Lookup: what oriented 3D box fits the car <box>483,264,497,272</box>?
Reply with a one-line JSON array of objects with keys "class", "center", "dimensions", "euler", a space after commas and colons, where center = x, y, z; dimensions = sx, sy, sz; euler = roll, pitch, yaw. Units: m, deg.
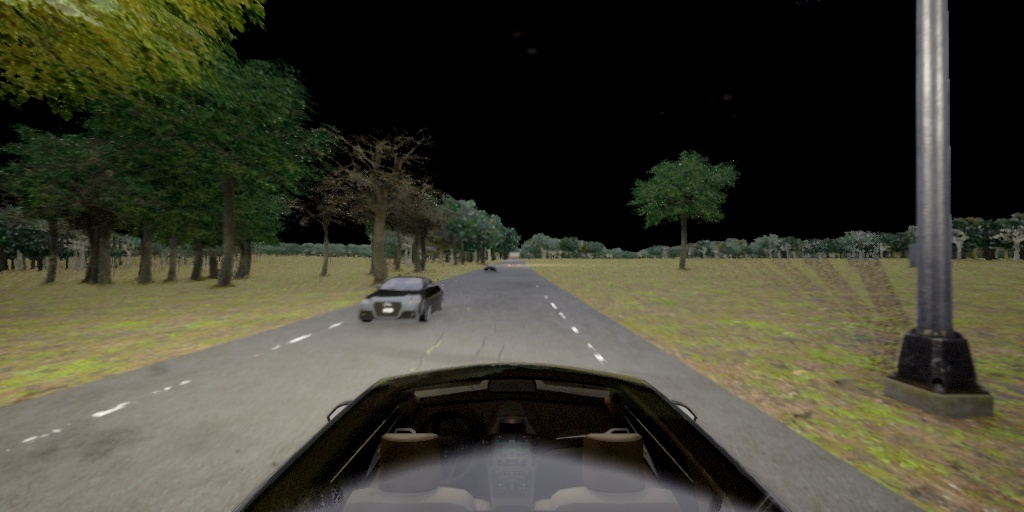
[{"class": "car", "center": [-3.265, 1.820, 54.793], "dimensions": [1.895, 1.301, 4.718], "euler": [0, -1, 1]}]

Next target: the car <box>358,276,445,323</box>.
[{"class": "car", "center": [-3.587, 1.390, 12.348], "dimensions": [1.994, 1.385, 4.181], "euler": [0, 0, 0]}]
